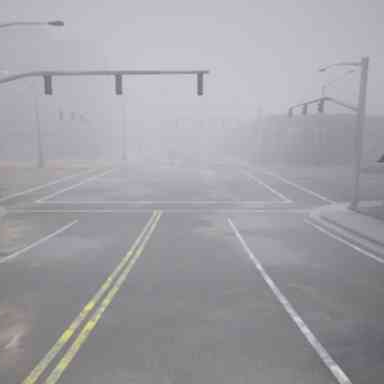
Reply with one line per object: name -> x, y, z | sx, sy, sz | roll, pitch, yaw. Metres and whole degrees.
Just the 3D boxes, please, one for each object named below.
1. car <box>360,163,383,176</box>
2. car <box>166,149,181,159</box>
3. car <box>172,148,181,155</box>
car -> 19.939, -2.435, 34.942 | 4.718, 1.301, 1.895 | 0, 9, 0
car -> -3.554, -6.948, 60.945 | 2.097, 1.767, 4.553 | 0, 9, 0
car -> -3.528, -9.236, 76.145 | 1.994, 1.385, 4.181 | 0, 9, 0
